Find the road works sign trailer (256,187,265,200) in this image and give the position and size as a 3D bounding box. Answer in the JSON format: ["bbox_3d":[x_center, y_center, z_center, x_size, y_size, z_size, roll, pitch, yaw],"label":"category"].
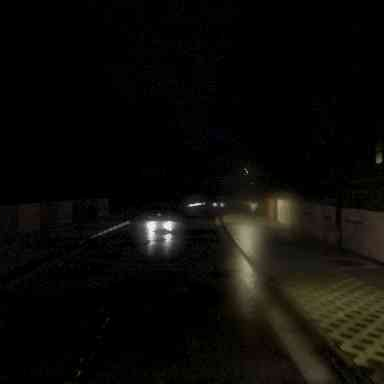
[{"bbox_3d":[18.932,0.447,90.926,2.380,3.560,2.880,-1,0,29],"label":"road works sign trailer"}]

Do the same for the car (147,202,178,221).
[{"bbox_3d":[-2.265,1.493,26.567,1.994,1.385,4.181,0,0,5],"label":"car"}]

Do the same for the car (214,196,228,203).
[{"bbox_3d":[5.701,1.543,66.242,1.895,1.301,4.718,0,0,18],"label":"car"}]
